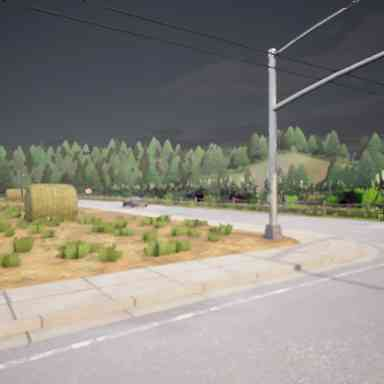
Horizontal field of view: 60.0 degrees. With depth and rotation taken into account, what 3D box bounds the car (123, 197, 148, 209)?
[{"bbox_3d":[-7.139,1.308,41.374,1.812,1.442,4.674,-1,0,-33],"label":"car"}]
